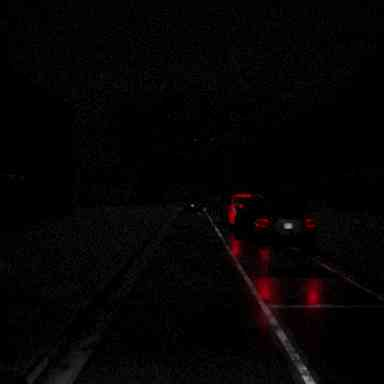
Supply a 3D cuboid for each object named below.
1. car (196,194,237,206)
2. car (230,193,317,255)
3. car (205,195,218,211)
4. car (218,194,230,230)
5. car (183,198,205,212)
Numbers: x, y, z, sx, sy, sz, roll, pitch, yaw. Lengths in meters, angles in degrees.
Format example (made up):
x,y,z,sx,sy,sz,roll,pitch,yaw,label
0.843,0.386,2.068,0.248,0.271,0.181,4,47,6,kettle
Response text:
x,y,z,sx,sy,sz,roll,pitch,yaw,label
3.413,1.127,46.414,5.357,1.411,2.033,-2,1,-21,car
2.989,1.125,13.002,2.150,2.045,5.566,0,0,0,car
2.647,1.279,36.152,1.887,1.381,4.507,-1,0,0,car
2.994,1.073,20.003,2.150,2.045,5.566,0,0,0,car
0.075,1.307,34.761,1.994,1.385,4.181,0,0,1,car
